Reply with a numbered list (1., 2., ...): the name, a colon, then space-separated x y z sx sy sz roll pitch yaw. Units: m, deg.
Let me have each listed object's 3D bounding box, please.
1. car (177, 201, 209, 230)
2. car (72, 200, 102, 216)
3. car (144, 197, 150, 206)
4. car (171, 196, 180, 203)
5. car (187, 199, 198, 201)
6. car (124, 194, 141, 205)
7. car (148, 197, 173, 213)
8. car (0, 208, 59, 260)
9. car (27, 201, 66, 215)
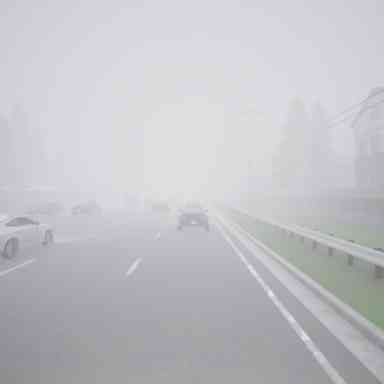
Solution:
1. car: 0.082 1.547 21.153 1.812 1.442 4.674 0 0 0
2. car: -10.428 1.557 32.998 1.812 1.442 4.674 0 0 0
3. car: -6.954 1.533 56.582 1.882 1.535 5.008 0 0 0
4. car: -3.459 1.553 64.090 2.128 1.511 4.902 0 0 0
5. car: 0.057 1.646 45.644 1.895 1.301 4.718 0 0 0
6. car: -10.454 1.278 58.400 2.150 2.045 5.566 0 0 0
7. car: -3.433 1.562 37.442 1.812 1.442 4.674 0 0 0
8. car: -6.909 1.537 12.422 1.812 1.442 4.674 0 0 0
9. car: -13.930 1.578 31.898 2.033 1.411 5.357 0 0 0
